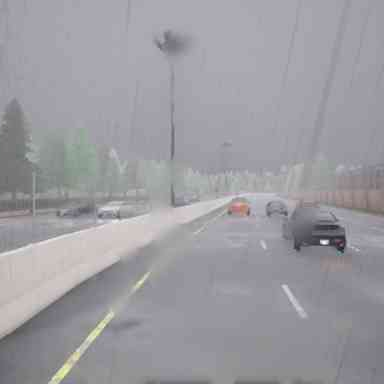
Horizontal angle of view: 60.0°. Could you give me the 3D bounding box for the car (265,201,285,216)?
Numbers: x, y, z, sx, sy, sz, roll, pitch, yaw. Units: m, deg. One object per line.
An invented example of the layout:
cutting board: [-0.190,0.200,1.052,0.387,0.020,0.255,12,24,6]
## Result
car: [8.040,1.547,31.735,2.033,1.411,5.357,0,0,10]

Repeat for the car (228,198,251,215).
car: [4.914,1.353,34.211,2.097,1.767,4.553,0,0,10]

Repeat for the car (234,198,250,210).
car: [6.633,1.564,44.085,1.994,1.385,4.181,0,0,10]

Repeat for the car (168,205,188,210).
car: [-1.657,1.601,38.350,1.895,1.301,4.718,0,0,10]

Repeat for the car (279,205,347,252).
car: [5.029,1.505,14.106,1.837,1.490,4.892,0,0,9]

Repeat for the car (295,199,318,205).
car: [12.270,1.505,35.549,1.837,1.490,4.892,0,0,10]
